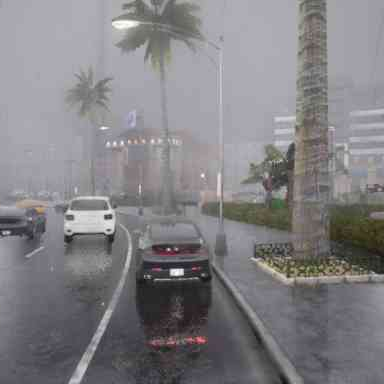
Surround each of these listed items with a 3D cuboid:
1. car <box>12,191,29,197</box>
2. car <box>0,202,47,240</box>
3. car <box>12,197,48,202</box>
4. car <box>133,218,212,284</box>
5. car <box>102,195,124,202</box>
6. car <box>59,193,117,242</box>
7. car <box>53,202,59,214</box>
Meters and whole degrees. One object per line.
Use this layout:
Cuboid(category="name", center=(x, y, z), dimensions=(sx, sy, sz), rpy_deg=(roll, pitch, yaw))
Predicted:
Cuboid(category="car", center=(-37.893, 1.221, 71.704), dimensions=(4.553, 1.767, 2.185), rpy_deg=(0, 0, 21))
Cuboid(category="car", center=(-8.643, 1.500, 16.784), dimensions=(1.837, 1.490, 4.892), rpy_deg=(0, 1, -15))
Cuboid(category="car", center=(-15.437, 1.464, 31.524), dimensions=(1.882, 1.535, 5.008), rpy_deg=(0, 0, -35))
Cuboid(category="car", center=(-0.632, 1.504, 9.664), dimensions=(1.837, 1.490, 4.892), rpy_deg=(0, 0, -7))
Cuboid(category="car", center=(-18.150, 1.405, 76.319), dimensions=(4.674, 1.452, 2.002), rpy_deg=(0, 0, 21))
Cuboid(category="car", center=(-4.973, 1.221, 16.641), dimensions=(2.150, 2.045, 5.566), rpy_deg=(0, 0, -14))
Cuboid(category="car", center=(-12.464, 1.467, 33.371), dimensions=(1.882, 1.535, 5.008), rpy_deg=(0, 0, -35))
